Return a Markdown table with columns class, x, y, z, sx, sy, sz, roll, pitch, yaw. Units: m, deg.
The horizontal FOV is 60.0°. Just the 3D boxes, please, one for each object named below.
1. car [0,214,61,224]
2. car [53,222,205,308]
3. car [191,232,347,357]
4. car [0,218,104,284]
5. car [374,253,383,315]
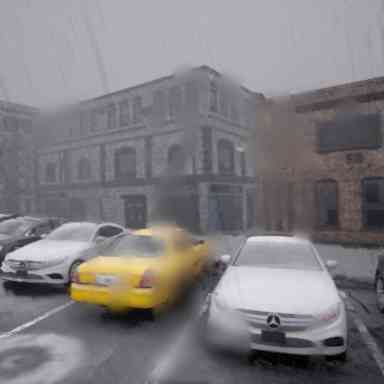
| class | x | y | z | sx | sy | sz | roll | pitch | yaw |
| --- | --- | --- | --- | --- | --- | --- | --- | --- | --- |
| car | -5.575 | 1.589 | 11.392 | 2.231 | 1.521 | 4.892 | 0 | -1 | 15 |
| car | -0.750 | 1.529 | 8.178 | 1.946 | 1.575 | 5.366 | -1 | -1 | 15 |
| car | 1.605 | 1.540 | 6.306 | 2.002 | 1.452 | 4.674 | 0 | -1 | 15 |
| car | -3.187 | 1.599 | 9.693 | 2.002 | 1.452 | 4.674 | 0 | -1 | 15 |
| car | 4.003 | 1.472 | 4.617 | 2.231 | 1.521 | 4.892 | 0 | -1 | 15 |
